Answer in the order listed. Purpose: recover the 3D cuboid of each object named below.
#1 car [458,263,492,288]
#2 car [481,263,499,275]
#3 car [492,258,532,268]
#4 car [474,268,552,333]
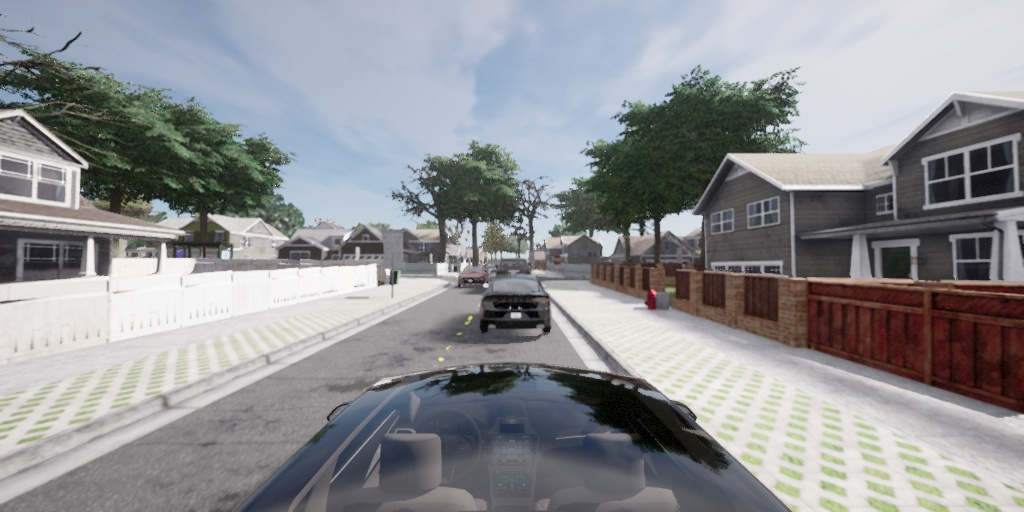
[{"bbox_3d":[-2.763,1.422,26.268,1.882,1.535,5.008,0,-1,0],"label":"car"},{"bbox_3d":[-2.866,1.707,48.607,2.128,1.511,4.902,0,-1,0],"label":"car"},{"bbox_3d":[0.089,1.134,22.955,2.150,2.045,5.566,0,0,0],"label":"car"},{"bbox_3d":[0.095,1.287,11.054,1.882,1.535,5.008,0,0,0],"label":"car"}]
